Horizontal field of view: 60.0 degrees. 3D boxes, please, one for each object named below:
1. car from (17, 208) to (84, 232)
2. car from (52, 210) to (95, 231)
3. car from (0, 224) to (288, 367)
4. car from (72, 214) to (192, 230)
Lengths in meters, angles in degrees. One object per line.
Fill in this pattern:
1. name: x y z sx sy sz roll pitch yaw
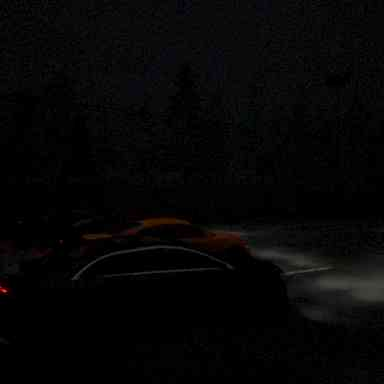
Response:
1. car: -5.203 1.506 15.118 4.902 1.511 2.128 0 0 -26
2. car: -2.569 1.547 12.526 4.674 1.442 1.812 0 0 -26
3. car: -0.592 1.504 5.686 4.902 1.511 2.128 0 0 -26
4. car: -0.631 1.501 9.563 5.008 1.535 1.882 0 0 -26
